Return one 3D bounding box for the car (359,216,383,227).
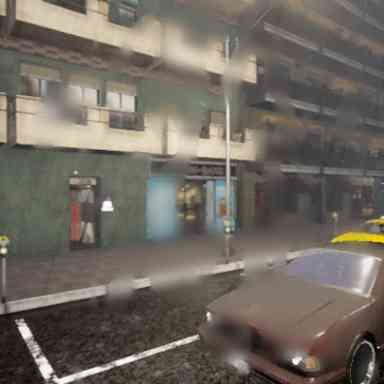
[{"bbox_3d":[6.556,1.520,11.350,4.829,1.417,1.752,0,0,-36],"label":"car"}]

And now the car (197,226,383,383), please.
[{"bbox_3d":[2.683,1.546,5.327,5.357,1.411,2.033,0,0,-36],"label":"car"}]
